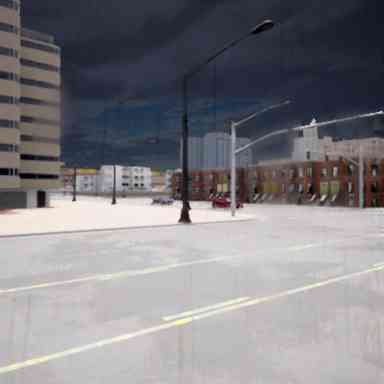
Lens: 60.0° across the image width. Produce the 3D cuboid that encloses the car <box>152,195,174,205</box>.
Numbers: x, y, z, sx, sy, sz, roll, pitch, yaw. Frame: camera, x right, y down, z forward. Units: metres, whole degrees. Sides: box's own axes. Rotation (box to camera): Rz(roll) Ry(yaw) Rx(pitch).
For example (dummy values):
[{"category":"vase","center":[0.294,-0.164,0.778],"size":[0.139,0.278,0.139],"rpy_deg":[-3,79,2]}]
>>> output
[{"category":"car","center":[-4.922,1.312,56.533],"size":[2.097,1.767,4.553],"rpy_deg":[0,0,-35]}]

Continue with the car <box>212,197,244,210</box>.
[{"category":"car","center":[4.608,1.459,43.222],"size":[1.882,1.535,5.008],"rpy_deg":[0,0,-36]}]
